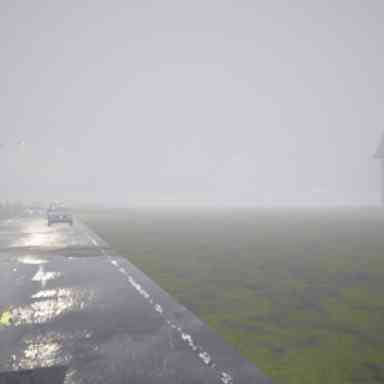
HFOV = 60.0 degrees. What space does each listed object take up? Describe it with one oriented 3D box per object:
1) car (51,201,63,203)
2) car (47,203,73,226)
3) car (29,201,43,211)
[{"bbox_3d":[-16.600,1.921,40.797,2.097,1.767,4.553,0,-1,-22],"label":"car"},{"bbox_3d":[-10.594,1.921,26.732,2.033,1.411,5.357,0,-1,-23],"label":"car"},{"bbox_3d":[-25.560,2.292,54.705,1.837,1.490,4.892,0,-1,-23],"label":"car"}]
